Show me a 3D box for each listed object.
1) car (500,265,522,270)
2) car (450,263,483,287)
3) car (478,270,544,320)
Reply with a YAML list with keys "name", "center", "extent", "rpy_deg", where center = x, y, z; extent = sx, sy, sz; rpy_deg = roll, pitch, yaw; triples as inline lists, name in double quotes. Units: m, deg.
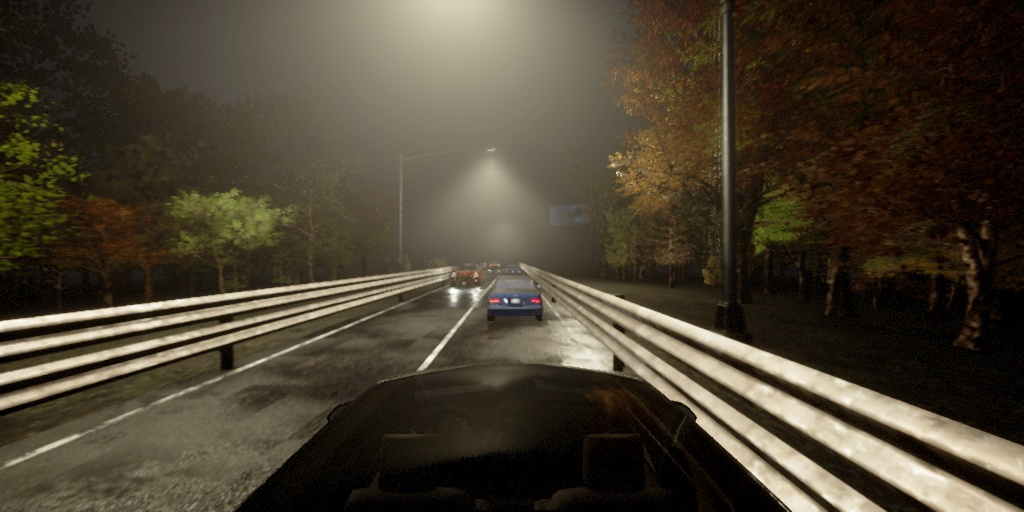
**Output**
- name: "car"
  center: [0.097, 1.652, 38.362]
  extent: [2.033, 1.411, 5.357]
  rpy_deg: [0, -1, 0]
- name: "car"
  center: [-3.344, 1.348, 27.334]
  extent: [2.097, 1.767, 4.553]
  rpy_deg: [0, -1, 0]
- name: "car"
  center: [0.101, 1.403, 13.097]
  extent: [2.033, 1.411, 5.357]
  rpy_deg: [0, -1, 0]
